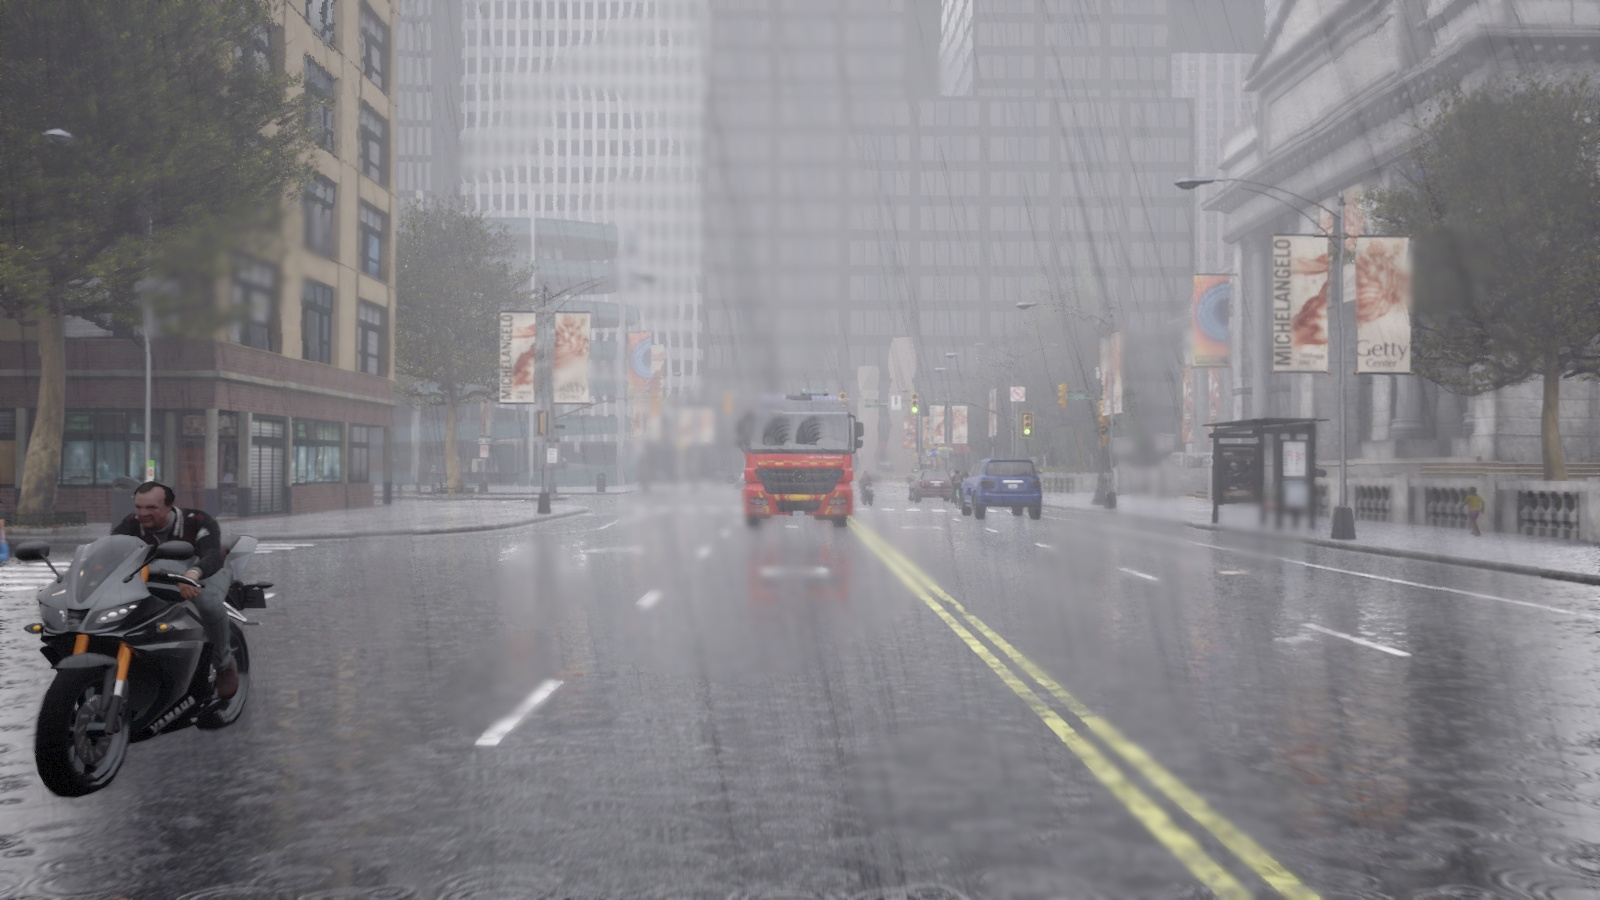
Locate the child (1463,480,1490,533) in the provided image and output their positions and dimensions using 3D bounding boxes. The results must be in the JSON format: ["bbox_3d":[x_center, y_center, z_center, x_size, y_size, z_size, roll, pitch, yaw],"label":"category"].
[{"bbox_3d":[15.113,1.261,28.064,0.299,1.160,0.473,0,-1,-7],"label":"child"}]

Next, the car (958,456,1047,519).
[{"bbox_3d":[6.868,1.233,43.202,2.150,2.045,5.566,0,-1,0],"label":"car"}]

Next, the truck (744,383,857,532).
[{"bbox_3d":[-0.075,0.260,36.406,2.891,3.827,8.468,0,-1,-1],"label":"truck"}]

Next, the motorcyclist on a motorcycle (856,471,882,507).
[{"bbox_3d":[3.015,1.706,55.086,0.797,1.523,2.044,-1,-2,-7],"label":"motorcyclist on a motorcycle"}]

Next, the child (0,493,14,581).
[{"bbox_3d":[-11.606,1.251,18.096,0.270,1.263,0.437,0,-1,2],"label":"child"}]

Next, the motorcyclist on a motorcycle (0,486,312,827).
[{"bbox_3d":[-3.488,0.979,6.871,0.866,1.530,2.191,0,-1,-2],"label":"motorcyclist on a motorcycle"}]

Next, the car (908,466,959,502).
[{"bbox_3d":[6.804,1.727,64.564,2.097,1.767,4.553,0,-1,0],"label":"car"}]
